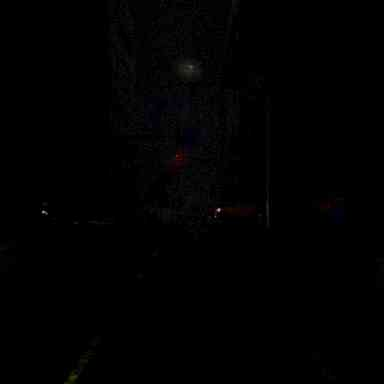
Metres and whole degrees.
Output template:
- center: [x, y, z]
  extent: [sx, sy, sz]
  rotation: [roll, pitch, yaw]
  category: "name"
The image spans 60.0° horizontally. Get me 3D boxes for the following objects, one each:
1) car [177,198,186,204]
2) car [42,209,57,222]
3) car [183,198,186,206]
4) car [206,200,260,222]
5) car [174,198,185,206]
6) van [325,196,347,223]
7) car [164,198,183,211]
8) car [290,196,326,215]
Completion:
- center: [-2.289, 2.074, 75.613]
  extent: [1.895, 1.301, 4.718]
  rotation: [0, 0, 1]
  category: "car"
- center: [-13.598, 1.673, 27.311]
  extent: [4.553, 1.767, 2.097]
  rotation: [-1, 0, 1]
  category: "car"
- center: [-2.578, 1.876, 54.449]
  extent: [2.033, 1.411, 5.357]
  rotation: [0, 0, 1]
  category: "car"
- center: [3.487, 1.488, 28.220]
  extent: [4.553, 1.767, 2.097]
  rotation: [-1, 0, -23]
  category: "car"
- center: [-2.450, 1.964, 64.402]
  extent: [1.994, 1.385, 4.181]
  rotation: [0, 0, 0]
  category: "car"
- center: [12.334, 1.352, 24.478]
  extent: [3.998, 1.788, 1.690]
  rotation: [-1, 1, 0]
  category: "van"
- center: [-2.671, 1.830, 45.122]
  extent: [1.994, 1.385, 4.181]
  rotation: [0, 0, 0]
  category: "car"
- center: [12.392, 1.316, 33.002]
  extent: [5.009, 1.841, 2.192]
  rotation: [-1, 1, 0]
  category: "car"
